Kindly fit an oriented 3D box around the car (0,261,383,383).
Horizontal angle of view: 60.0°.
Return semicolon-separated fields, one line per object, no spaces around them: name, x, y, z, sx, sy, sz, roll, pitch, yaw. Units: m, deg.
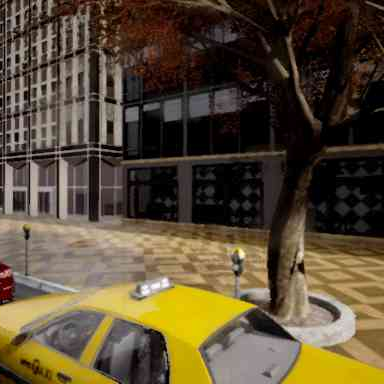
car;-0.588;1.511;3.292;4.829;1.417;1.752;0;0;35
